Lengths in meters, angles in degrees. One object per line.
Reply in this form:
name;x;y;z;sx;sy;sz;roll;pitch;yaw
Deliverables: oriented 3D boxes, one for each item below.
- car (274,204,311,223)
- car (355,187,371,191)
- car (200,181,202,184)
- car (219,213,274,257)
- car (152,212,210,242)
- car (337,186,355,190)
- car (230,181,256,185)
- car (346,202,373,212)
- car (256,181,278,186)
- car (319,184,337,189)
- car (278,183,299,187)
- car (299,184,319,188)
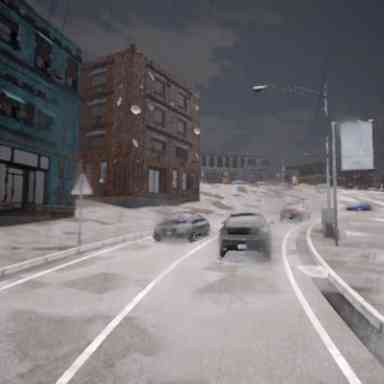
car;9.088;1.792;29.234;1.812;1.442;4.674;-3;-2;32
car;41.727;-0.497;83.619;4.674;1.452;2.002;2;-5;-23
car;0.050;-2.104;68.698;4.553;1.767;2.185;1;-5;-17
car;2.247;1.596;13.481;1.837;1.490;4.892;-1;-1;14
car;-0.446;1.746;17.336;1.994;1.385;4.181;-1;-1;19
car;36.667;-0.728;81.425;4.792;1.488;2.163;2;-5;-22
car;10.485;-1.703;71.965;4.892;1.521;2.231;1;-5;-17
car;25.536;2.294;50.785;5.008;1.535;1.882;1;-4;-32
car;15.747;-1.551;73.626;4.892;1.521;2.231;2;-5;-18
car;31.375;-1.102;79.261;4.553;1.767;2.185;2;-5;-21
car;21.003;-1.333;75.389;4.674;1.452;2.002;2;-5;-19
car;26.221;-1.179;77.270;5.008;1.535;2.097;2;-5;-20
